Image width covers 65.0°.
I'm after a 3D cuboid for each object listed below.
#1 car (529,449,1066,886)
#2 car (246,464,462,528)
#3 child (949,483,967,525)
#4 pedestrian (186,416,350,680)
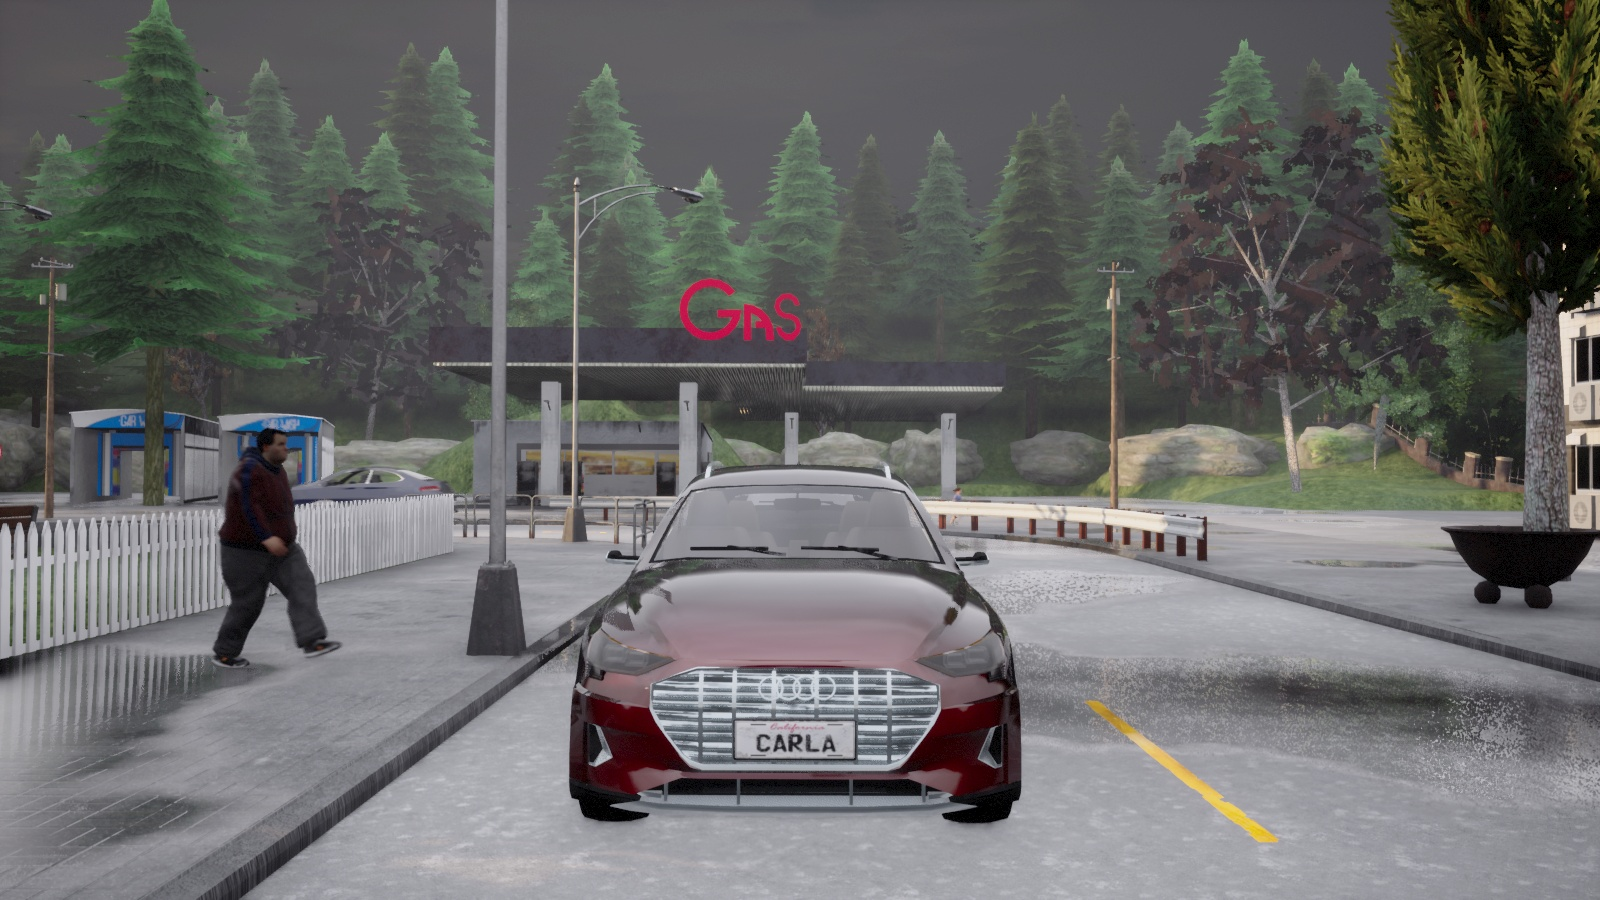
[{"bbox_3d":[-0.007,0.865,7.197,2.033,1.649,4.856,0,-1,0],"label":"car"},{"bbox_3d":[-11.880,1.205,33.692,5.027,1.651,2.152,0,-1,1],"label":"car"},{"bbox_3d":[4.263,1.455,33.878,0.394,1.110,0.255,-1,-1,41],"label":"child"},{"bbox_3d":[-3.866,0.693,9.166,0.899,1.844,0.634,0,-1,9],"label":"pedestrian"}]
